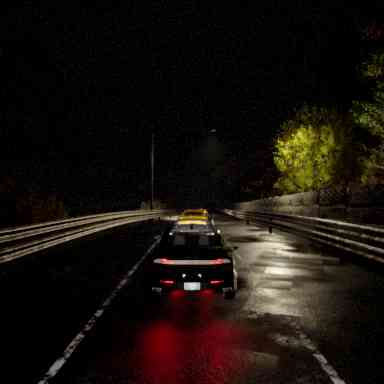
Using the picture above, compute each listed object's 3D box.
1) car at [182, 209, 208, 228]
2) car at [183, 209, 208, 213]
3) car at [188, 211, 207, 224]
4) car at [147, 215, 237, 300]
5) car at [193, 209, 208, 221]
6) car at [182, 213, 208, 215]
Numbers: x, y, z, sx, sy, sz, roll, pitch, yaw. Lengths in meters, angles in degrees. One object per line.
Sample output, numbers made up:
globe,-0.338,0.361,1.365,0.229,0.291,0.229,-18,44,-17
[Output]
car,0.320,2.304,29.798,2.128,1.511,4.902,0,-3,2
car,0.132,1.970,22.988,1.882,1.535,5.008,0,-3,1
car,0.659,2.712,35.786,1.895,1.301,4.718,0,-3,3
car,-0.003,1.560,8.549,2.128,1.511,4.902,0,-1,0
car,1.167,3.055,45.110,1.882,1.535,5.008,0,-3,4
car,0.011,1.802,14.658,1.895,1.301,4.718,0,-2,0
